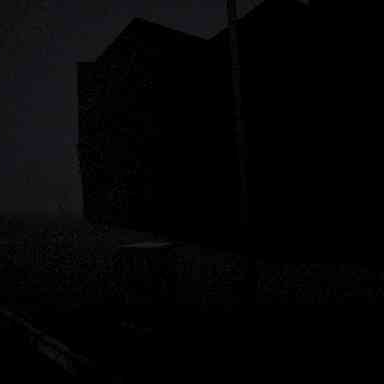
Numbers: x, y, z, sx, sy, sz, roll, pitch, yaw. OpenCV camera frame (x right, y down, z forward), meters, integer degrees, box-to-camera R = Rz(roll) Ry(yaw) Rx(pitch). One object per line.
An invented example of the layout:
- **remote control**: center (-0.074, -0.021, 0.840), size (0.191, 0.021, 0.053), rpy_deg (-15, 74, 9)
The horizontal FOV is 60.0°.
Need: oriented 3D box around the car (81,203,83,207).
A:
- **car**: center (-25.279, 2.985, 80.551), size (1.882, 1.535, 5.008), rpy_deg (-4, -2, 3)
